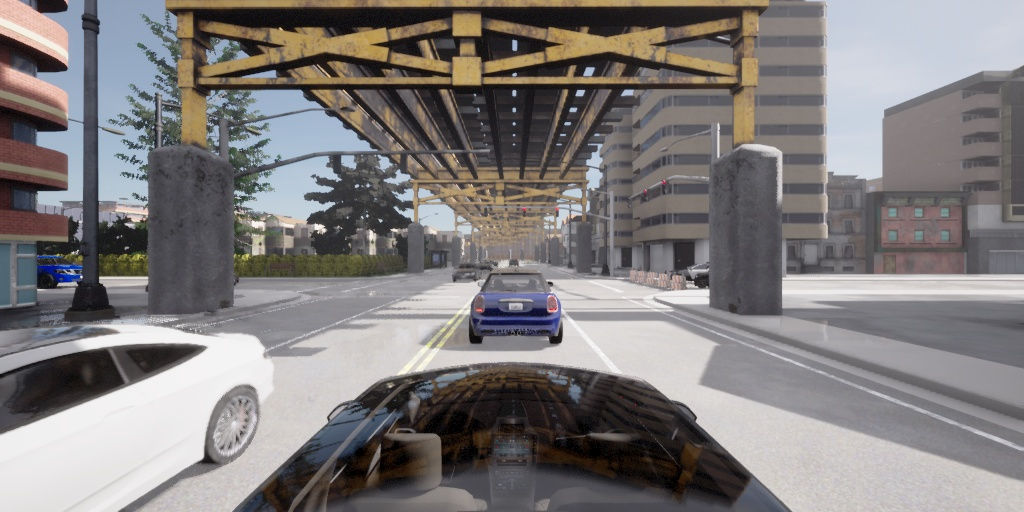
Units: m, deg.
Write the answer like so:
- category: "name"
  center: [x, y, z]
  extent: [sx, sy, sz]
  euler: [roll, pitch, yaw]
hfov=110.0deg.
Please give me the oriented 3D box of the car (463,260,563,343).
- category: "car"
  center: [0.102, 1.102, 9.794]
  extent: [2.097, 1.767, 4.553]
  euler: [0, 0, 1]

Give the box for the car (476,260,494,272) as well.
- category: "car"
  center: [-3.438, 1.254, 46.259]
  extent: [1.837, 1.490, 4.892]
  euler: [0, 0, 0]

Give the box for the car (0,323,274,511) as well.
- category: "car"
  center: [-3.601, 1.276, 2.231]
  extent: [1.812, 1.442, 4.674]
  euler: [0, 0, 0]

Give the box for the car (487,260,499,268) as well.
- category: "car"
  center: [-3.280, 1.358, 63.366]
  extent: [1.895, 1.301, 4.718]
  euler: [0, 0, 0]

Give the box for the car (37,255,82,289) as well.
- category: "car"
  center: [-29.647, 0.971, 22.512]
  extent: [5.566, 2.045, 2.150]
  euler: [0, 0, 0]

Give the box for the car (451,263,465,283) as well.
- category: "car"
  center: [-3.508, 1.275, 28.361]
  extent: [1.812, 1.442, 4.674]
  euler: [0, 0, 0]

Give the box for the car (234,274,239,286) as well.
- category: "car"
  center: [-19.785, 1.276, 22.452]
  extent: [4.674, 1.442, 1.812]
  euler: [0, 0, 0]
